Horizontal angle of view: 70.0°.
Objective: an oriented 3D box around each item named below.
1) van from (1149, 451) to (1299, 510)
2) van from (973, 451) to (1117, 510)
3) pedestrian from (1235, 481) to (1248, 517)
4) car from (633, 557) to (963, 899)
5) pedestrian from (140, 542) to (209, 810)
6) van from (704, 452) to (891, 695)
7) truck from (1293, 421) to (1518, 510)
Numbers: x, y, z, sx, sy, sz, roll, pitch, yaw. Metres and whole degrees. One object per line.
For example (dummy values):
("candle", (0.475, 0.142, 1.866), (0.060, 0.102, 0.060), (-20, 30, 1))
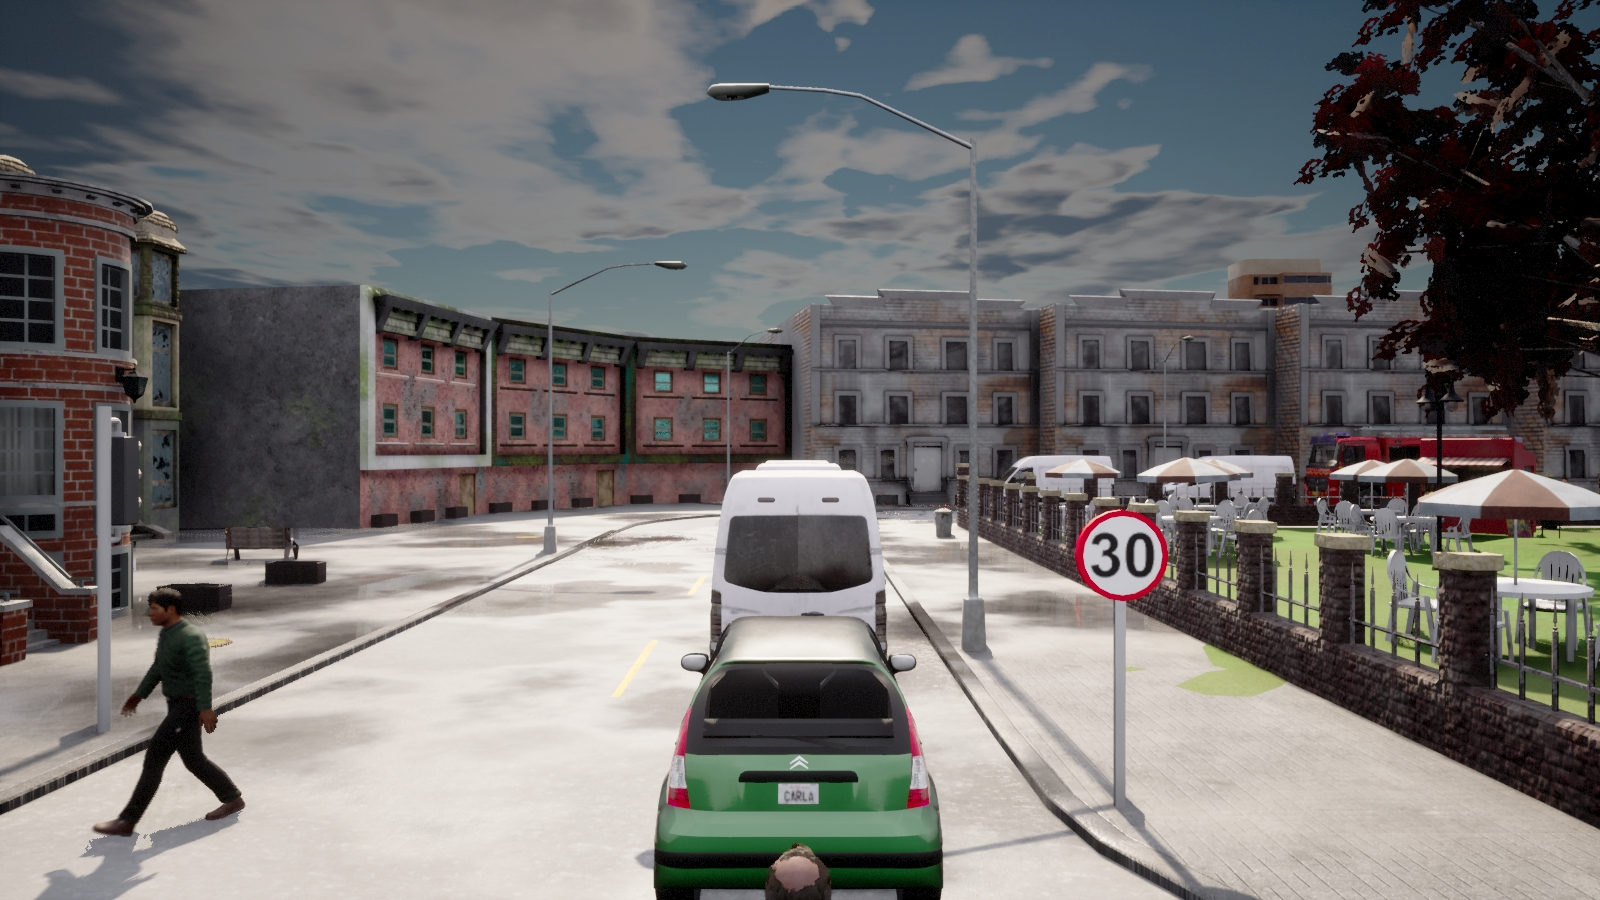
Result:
("van", (18.656, 1.314, 50.452), (5.915, 2.561, 1.988), (0, 0, 0))
("van", (10.768, 1.314, 50.430), (5.915, 2.561, 1.988), (0, 0, 0))
("pedestrian", (16.225, 1.805, 41.977), (0.375, 1.300, 0.375), (0, 0, 7))
("car", (-0.015, 1.779, 8.404), (1.851, 1.617, 3.988), (0, 0, 0))
("pedestrian", (-4.591, 1.629, 8.390), (0.375, 1.860, 0.375), (0, 0, -41))
("van", (-0.025, 1.315, 15.105), (1.988, 2.561, 5.915), (0, 0, 0))
("truck", (26.739, 0.670, 50.713), (8.468, 3.827, 2.891), (0, 0, 0))
